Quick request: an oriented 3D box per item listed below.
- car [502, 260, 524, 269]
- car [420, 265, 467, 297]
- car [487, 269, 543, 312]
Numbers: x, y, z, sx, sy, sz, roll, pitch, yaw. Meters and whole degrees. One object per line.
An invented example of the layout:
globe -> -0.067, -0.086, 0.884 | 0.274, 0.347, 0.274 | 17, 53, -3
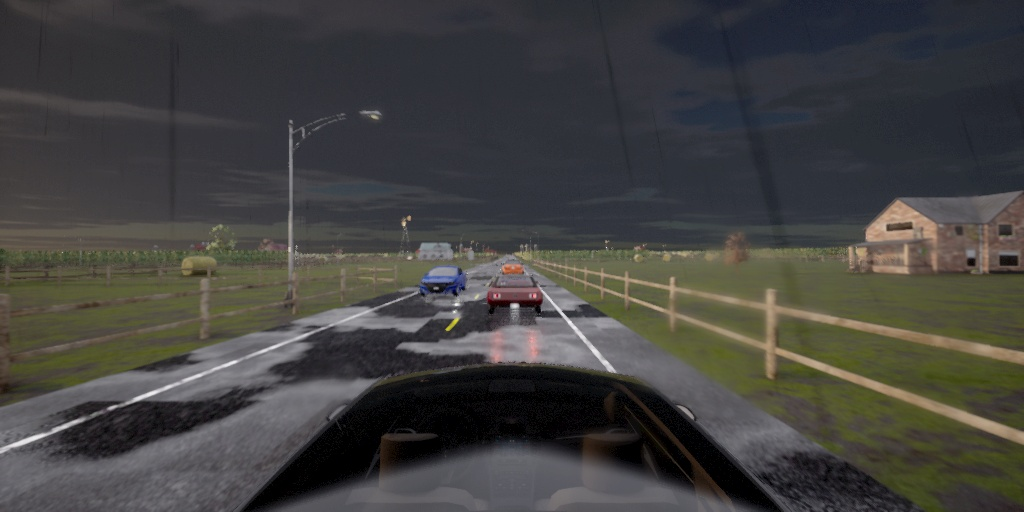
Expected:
car -> 0.105, 1.153, 36.957 | 2.097, 1.767, 4.553 | 0, 0, 0
car -> -3.594, 1.261, 19.500 | 1.882, 1.535, 5.008 | 0, 0, 0
car -> 0.102, 1.375, 14.231 | 1.895, 1.301, 4.718 | 0, 0, 0
